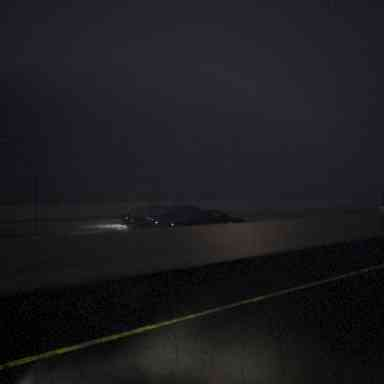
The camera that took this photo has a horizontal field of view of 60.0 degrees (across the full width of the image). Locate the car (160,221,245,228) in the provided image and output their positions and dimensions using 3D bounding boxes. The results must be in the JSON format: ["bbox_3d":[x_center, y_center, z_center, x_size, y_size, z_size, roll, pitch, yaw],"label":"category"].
[{"bbox_3d":[0.418,1.601,17.177,4.718,1.301,1.895,0,0,-35],"label":"car"}]
